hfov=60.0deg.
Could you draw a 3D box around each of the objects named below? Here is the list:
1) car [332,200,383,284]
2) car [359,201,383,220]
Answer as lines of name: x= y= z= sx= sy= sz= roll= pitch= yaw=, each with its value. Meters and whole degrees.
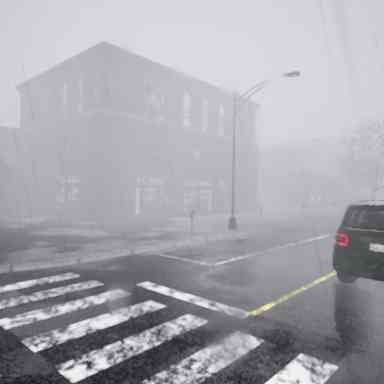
car: x=5.542 y=1.226 z=8.699 sx=2.150 sy=2.045 sz=5.566 roll=1 pitch=1 yaw=42
car: x=16.277 y=1.560 z=29.025 sx=1.947 sy=1.339 sz=4.313 roll=2 pitch=1 yaw=42
